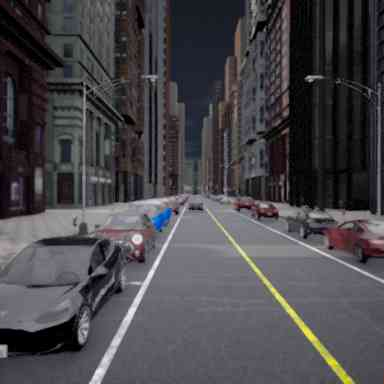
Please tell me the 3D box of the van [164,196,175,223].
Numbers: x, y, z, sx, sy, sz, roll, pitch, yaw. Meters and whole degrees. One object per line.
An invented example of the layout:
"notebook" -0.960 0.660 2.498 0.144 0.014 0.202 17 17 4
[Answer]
"van" -2.348 1.365 23.130 1.690 1.788 3.998 0 0 0

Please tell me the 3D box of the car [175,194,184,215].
"car" -2.316 1.358 34.403 2.192 1.841 5.009 0 0 0

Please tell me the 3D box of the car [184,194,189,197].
"car" -2.223 1.684 68.222 1.947 1.339 4.313 0 0 0

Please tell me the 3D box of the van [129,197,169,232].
"van" -2.363 1.355 17.494 1.690 1.788 3.998 0 0 0

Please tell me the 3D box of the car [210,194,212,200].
"car" 6.350 1.722 85.290 1.752 1.417 4.829 0 0 0

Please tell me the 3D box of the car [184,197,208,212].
"car" 0.463 1.613 39.939 2.033 1.411 5.357 0 0 0

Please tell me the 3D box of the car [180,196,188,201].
"car" -2.159 1.742 90.769 1.947 1.339 4.313 0 0 0

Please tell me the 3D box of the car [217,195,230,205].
"car" 6.287 1.665 62.745 1.752 1.417 4.829 0 0 0

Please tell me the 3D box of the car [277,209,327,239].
"car" 6.161 1.600 17.485 2.008 1.369 4.403 0 0 0

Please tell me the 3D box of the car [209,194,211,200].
"car" 6.365 1.762 90.756 2.008 1.369 4.403 0 0 0

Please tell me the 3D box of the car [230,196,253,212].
"car" 6.224 1.404 40.030 2.192 1.841 5.009 0 0 0

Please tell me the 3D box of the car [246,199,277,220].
"car" 6.193 1.613 28.757 1.887 1.381 4.507 0 0 0

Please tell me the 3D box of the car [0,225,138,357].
"car" -2.395 1.564 6.220 1.947 1.339 4.313 0 0 0

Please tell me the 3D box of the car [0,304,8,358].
"car" -2.411 1.573 0.584 1.802 1.307 4.206 0 0 0

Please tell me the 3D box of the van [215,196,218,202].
"van" 6.303 1.495 68.211 1.690 1.788 3.998 0 0 0

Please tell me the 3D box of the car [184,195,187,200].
"car" -2.254 1.635 56.949 1.887 1.381 4.507 0 0 0

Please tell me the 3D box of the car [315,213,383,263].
"car" 6.145 1.623 11.849 1.802 1.307 4.206 0 0 0

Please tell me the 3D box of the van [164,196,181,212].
"van" -2.301 1.395 40.039 1.690 1.788 3.998 0 0 0

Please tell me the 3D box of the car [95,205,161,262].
"car" -2.379 1.446 11.857 1.967 1.590 4.097 0 0 0

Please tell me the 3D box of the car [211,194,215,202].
"car" 6.334 1.622 79.484 1.967 1.590 4.097 0 0 0
